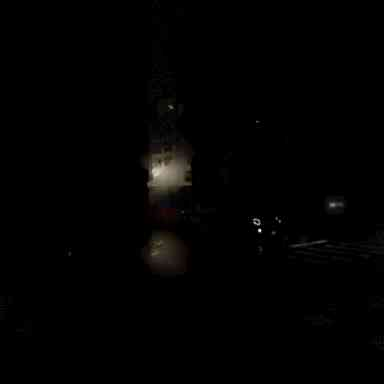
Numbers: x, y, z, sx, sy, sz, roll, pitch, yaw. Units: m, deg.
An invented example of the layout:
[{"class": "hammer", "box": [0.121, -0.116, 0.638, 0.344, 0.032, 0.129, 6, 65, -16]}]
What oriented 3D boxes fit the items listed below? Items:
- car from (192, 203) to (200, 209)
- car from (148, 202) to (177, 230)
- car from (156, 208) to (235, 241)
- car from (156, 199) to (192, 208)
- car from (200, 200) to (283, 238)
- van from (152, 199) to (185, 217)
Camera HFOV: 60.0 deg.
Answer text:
[{"class": "car", "box": [0.504, 1.780, 31.873, 1.752, 1.417, 4.829, -2, 0, -36]}, {"class": "car", "box": [-3.131, 1.692, 22.297, 1.967, 1.590, 4.097, -1, 0, -36]}, {"class": "car", "box": [0.074, 1.765, 17.820, 1.802, 1.307, 4.206, -1, 0, -36]}, {"class": "car", "box": [-2.374, 1.614, 25.835, 2.097, 1.767, 4.553, -1, -1, -36]}, {"class": "car", "box": [2.803, 1.501, 18.564, 2.097, 1.767, 4.553, -1, 0, -35]}, {"class": "van", "box": [-2.603, 1.664, 36.211, 1.690, 1.788, 3.998, -2, 0, -36]}]
